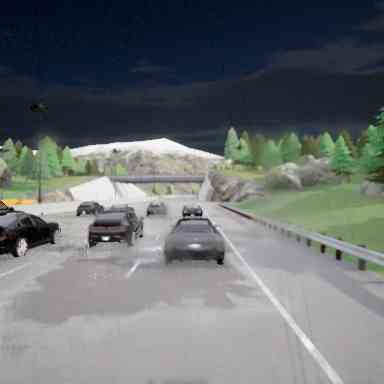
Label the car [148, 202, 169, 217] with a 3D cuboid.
[{"bbox_3d":[-3.462,1.708,33.739,2.128,1.511,4.902,0,0,0],"label":"car"}]

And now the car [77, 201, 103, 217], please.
[{"bbox_3d":[-10.464,1.728,34.600,1.837,1.490,4.892,0,-1,0],"label":"car"}]

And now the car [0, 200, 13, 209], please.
[{"bbox_3d":[-10.429,1.329,16.500,2.150,2.045,5.566,0,0,0],"label":"car"}]

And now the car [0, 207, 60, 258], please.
[{"bbox_3d":[-6.922,1.564,13.146,1.882,1.535,5.008,0,0,0],"label":"car"}]

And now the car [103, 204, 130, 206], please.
[{"bbox_3d":[-6.960,1.813,32.907,1.895,1.301,4.718,0,0,0],"label":"car"}]

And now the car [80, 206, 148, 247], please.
[{"bbox_3d":[-3.426,1.606,15.616,1.837,1.490,4.892,0,0,0],"label":"car"}]

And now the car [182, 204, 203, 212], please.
[{"bbox_3d":[0.042,1.805,31.854,1.895,1.301,4.718,0,0,0],"label":"car"}]

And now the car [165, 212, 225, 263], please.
[{"bbox_3d":[0.080,1.643,12.249,1.994,1.385,4.181,0,0,0],"label":"car"}]
